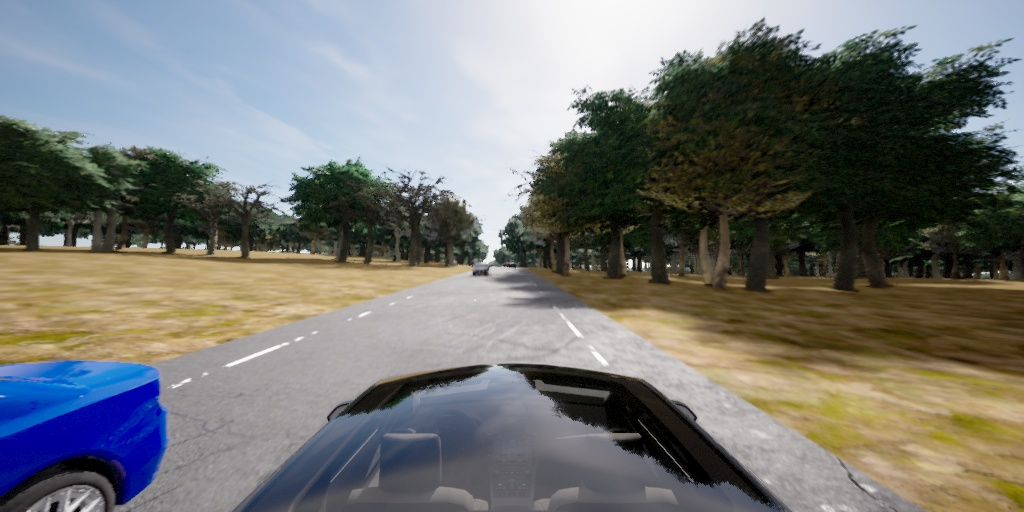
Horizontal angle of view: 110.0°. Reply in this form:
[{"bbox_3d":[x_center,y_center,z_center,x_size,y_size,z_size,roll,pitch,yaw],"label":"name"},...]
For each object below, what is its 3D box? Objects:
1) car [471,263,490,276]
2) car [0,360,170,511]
[{"bbox_3d":[-3.644,1.591,42.483,1.837,1.490,4.892,0,-1,0],"label":"car"},{"bbox_3d":[-3.598,1.221,0.640,1.882,1.535,5.008,0,0,0],"label":"car"}]
